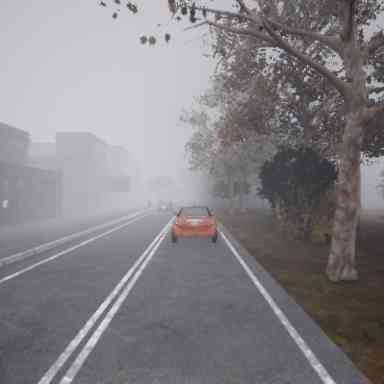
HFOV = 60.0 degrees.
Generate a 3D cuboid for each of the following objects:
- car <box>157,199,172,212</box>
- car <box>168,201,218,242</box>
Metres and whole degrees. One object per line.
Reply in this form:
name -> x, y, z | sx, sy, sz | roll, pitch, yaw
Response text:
car -> -3.274, 1.694, 41.388 | 2.128, 1.511, 4.902 | 0, 0, 0
car -> 0.115, 1.422, 16.897 | 2.097, 1.767, 4.553 | 0, 0, 0
